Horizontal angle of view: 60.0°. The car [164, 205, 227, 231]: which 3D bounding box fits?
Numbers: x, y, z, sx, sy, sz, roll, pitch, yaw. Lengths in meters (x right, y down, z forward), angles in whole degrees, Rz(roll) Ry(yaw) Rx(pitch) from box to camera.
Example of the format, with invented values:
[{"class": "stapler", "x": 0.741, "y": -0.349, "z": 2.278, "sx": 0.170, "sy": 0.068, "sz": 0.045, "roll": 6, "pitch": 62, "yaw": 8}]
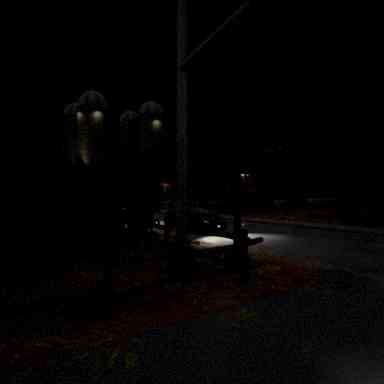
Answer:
[{"class": "car", "x": 0.048, "y": 1.526, "z": 19.393, "sx": 1.812, "sy": 1.442, "sz": 4.674, "roll": 0, "pitch": 0, "yaw": -36}]
